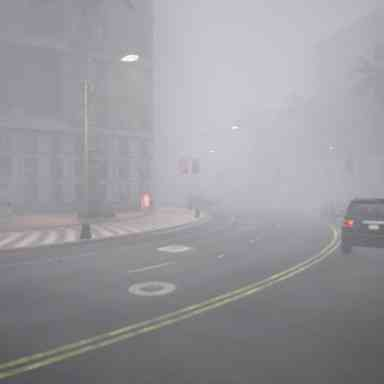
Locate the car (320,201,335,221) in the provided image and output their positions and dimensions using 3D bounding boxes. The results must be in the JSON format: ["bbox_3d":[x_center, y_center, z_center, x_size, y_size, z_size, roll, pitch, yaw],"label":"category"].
[{"bbox_3d":[12.161,1.651,27.835,1.895,1.301,4.718,0,0,8],"label":"car"}]

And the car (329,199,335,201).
[{"bbox_3d":[17.135,1.597,39.746,1.812,1.442,4.674,0,0,-6],"label":"car"}]

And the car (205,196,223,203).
[{"bbox_3d":[4.718,1.590,70.768,1.812,1.442,4.674,0,0,-25],"label":"car"}]

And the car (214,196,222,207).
[{"bbox_3d":[3.063,1.754,57.080,2.033,1.411,5.357,0,0,-24],"label":"car"}]

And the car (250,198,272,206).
[{"bbox_3d":[12.001,1.741,58.135,1.994,1.385,4.181,1,-1,-29],"label":"car"}]

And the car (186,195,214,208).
[{"bbox_3d":[0.874,1.427,53.346,2.150,2.045,5.566,0,-1,-23],"label":"car"}]

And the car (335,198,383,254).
[{"bbox_3d":[7.294,1.238,13.117,2.150,2.045,5.566,0,0,31],"label":"car"}]
